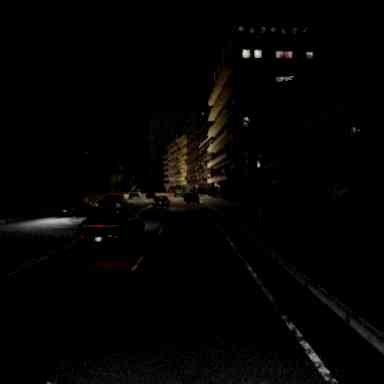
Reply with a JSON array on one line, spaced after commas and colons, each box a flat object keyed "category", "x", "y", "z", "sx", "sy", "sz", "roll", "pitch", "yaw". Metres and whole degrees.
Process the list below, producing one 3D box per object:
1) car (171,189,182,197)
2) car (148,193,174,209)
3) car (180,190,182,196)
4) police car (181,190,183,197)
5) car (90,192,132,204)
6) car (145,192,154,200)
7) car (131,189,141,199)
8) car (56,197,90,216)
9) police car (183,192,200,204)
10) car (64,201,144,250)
[{"category": "car", "x": -3.407, "y": 0.282, "z": 84.566, "sx": 2.150, "sy": 2.045, "sz": 5.566, "roll": 0, "pitch": 1, "yaw": -6}, {"category": "car", "x": -3.508, "y": 1.163, "z": 38.256, "sx": 2.033, "sy": 1.411, "sz": 5.357, "roll": 0, "pitch": 1, "yaw": -2}, {"category": "car", "x": -0.853, "y": 0.853, "z": 66.211, "sx": 1.837, "sy": 1.490, "sz": 4.892, "roll": 0, "pitch": 1, "yaw": -4}, {"category": "police car", "x": -0.442, "y": 0.830, "z": 60.282, "sx": 1.930, "sy": 1.638, "sz": 5.238, "roll": 0, "pitch": 1, "yaw": -4}, {"category": "car", "x": -6.716, "y": 1.066, "z": 28.207, "sx": 2.097, "sy": 1.767, "sz": 4.553, "roll": 0, "pitch": 1, "yaw": -1}, {"category": "car", "x": -8.573, "y": 0.798, "z": 69.095, "sx": 1.882, "sy": 1.535, "sz": 5.008, "roll": 0, "pitch": 1, "yaw": -4}, {"category": "car", "x": -11.907, "y": 0.466, "z": 69.990, "sx": 2.150, "sy": 2.045, "sz": 5.566, "roll": 0, "pitch": 1, "yaw": -4}, {"category": "car", "x": -9.969, "y": 1.202, "z": 28.438, "sx": 2.128, "sy": 1.511, "sz": 4.902, "roll": 0, "pitch": 1, "yaw": -1}, {"category": "police car", "x": 0.137, "y": 0.926, "z": 50.211, "sx": 1.930, "sy": 1.638, "sz": 5.238, "roll": 0, "pitch": 1, "yaw": -3}, {"category": "car", "x": -3.164, "y": 1.352, "z": 13.664, "sx": 2.128, "sy": 1.511, "sz": 4.902, "roll": 0, "pitch": 1, "yaw": 0}]
